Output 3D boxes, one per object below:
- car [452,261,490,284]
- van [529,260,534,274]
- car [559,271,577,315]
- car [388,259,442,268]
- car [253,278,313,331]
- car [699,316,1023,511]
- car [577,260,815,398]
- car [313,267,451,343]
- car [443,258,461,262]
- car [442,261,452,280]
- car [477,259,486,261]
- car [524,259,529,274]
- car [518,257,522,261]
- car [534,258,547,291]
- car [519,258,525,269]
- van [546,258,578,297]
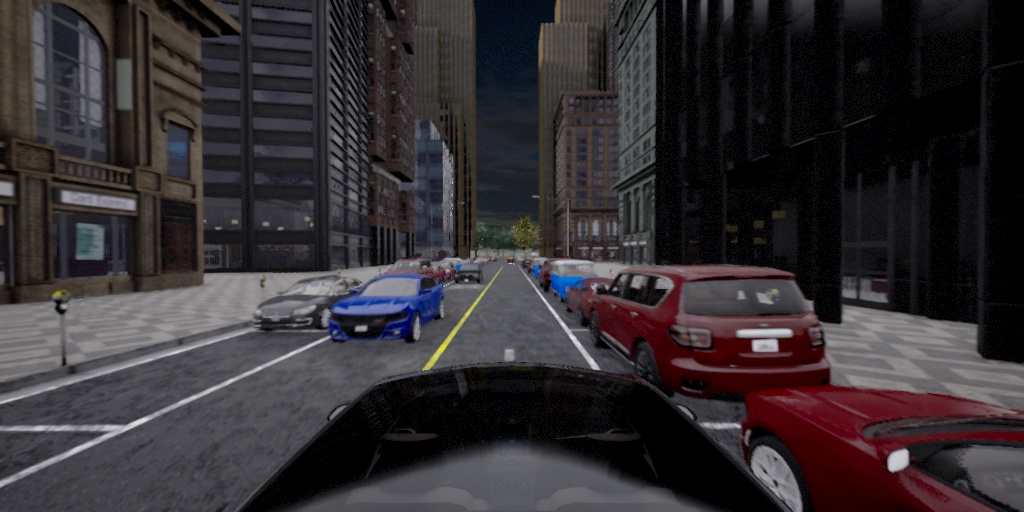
[{"bbox_3d":[-3.117,1.298,27.339,2.033,1.411,5.357,0,0,0],"label":"car"},{"bbox_3d":[2.719,1.076,31.725,1.690,1.789,3.998,0,0,0],"label":"van"},{"bbox_3d":[2.754,1.324,11.375,1.802,1.307,4.207,0,0,0],"label":"car"},{"bbox_3d":[-5.813,1.074,20.731,2.192,1.841,5.009,0,0,0],"label":"car"},{"bbox_3d":[-5.784,1.312,10.959,2.007,1.370,4.403,0,0,0],"label":"car"},{"bbox_3d":[2.773,1.288,1.200,1.888,1.381,4.507,0,0,0],"label":"car"},{"bbox_3d":[2.764,1.057,6.288,2.192,1.841,5.009,0,0,0],"label":"car"},{"bbox_3d":[-3.116,1.233,9.890,1.882,1.535,5.008,0,0,0],"label":"car"},{"bbox_3d":[-5.841,1.195,30.503,1.967,1.591,4.097,0,0,0],"label":"car"},{"bbox_3d":[-5.827,1.303,25.618,1.888,1.381,4.507,0,0,0],"label":"car"},{"bbox_3d":[-5.931,1.279,61.476,1.888,1.381,4.507,0,0,0],"label":"car"},{"bbox_3d":[2.653,1.312,41.389,1.802,1.307,4.207,0,0,0],"label":"car"},{"bbox_3d":[2.592,1.279,62.200,1.948,1.339,4.313,0,0,0],"label":"car"},{"bbox_3d":[2.737,1.054,21.550,2.192,1.841,5.009,0,0,0],"label":"car"},{"bbox_3d":[2.607,1.285,56.997,1.948,1.339,4.313,0,0,0],"label":"car"},{"bbox_3d":[2.745,1.081,16.463,1.690,1.789,3.998,0,0,0],"label":"van"}]
